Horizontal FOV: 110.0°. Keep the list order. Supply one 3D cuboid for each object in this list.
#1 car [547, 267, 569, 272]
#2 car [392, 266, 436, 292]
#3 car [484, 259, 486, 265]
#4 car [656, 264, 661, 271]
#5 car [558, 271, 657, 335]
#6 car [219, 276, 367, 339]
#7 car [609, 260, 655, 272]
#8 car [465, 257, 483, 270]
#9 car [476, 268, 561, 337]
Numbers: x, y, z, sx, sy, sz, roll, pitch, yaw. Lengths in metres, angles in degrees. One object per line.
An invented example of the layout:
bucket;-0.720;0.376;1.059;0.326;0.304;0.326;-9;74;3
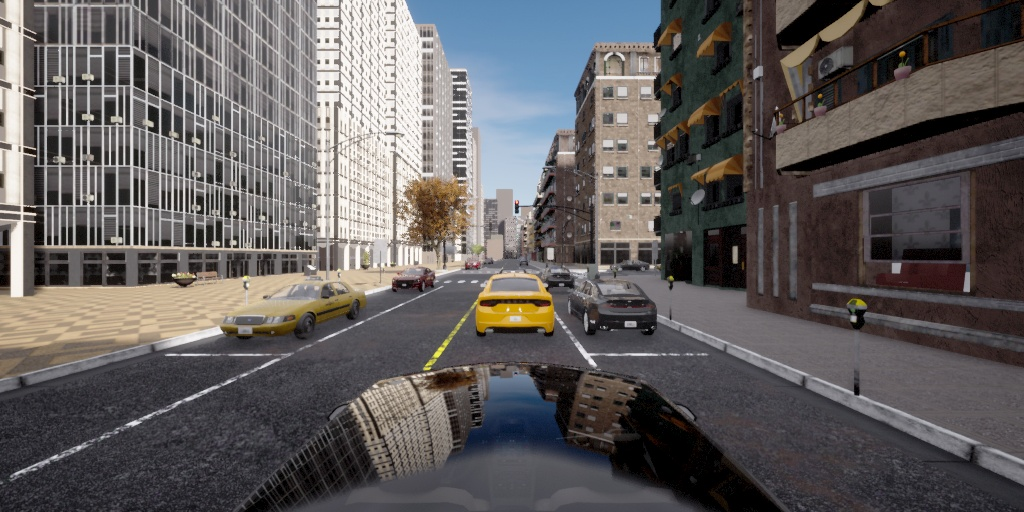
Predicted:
car;2.644;1.305;21.333;2.007;1.370;4.403;0;0;0
car;-5.736;1.300;21.314;1.888;1.381;4.507;0;0;0
car;-5.823;1.357;59.225;1.948;1.339;4.313;0;0;0
car;18.743;1.006;40.841;4.829;1.417;1.751;0;0;-1
car;2.669;1.301;10.268;2.007;1.370;4.403;0;0;0
car;-5.710;1.276;10.079;1.751;1.417;4.829;0;0;0
car;13.346;1.109;40.774;4.403;1.370;2.007;0;0;-1
car;-5.810;1.099;53.702;2.192;1.841;5.009;0;0;0
car;0.069;1.228;10.360;1.882;1.535;5.008;0;0;0
